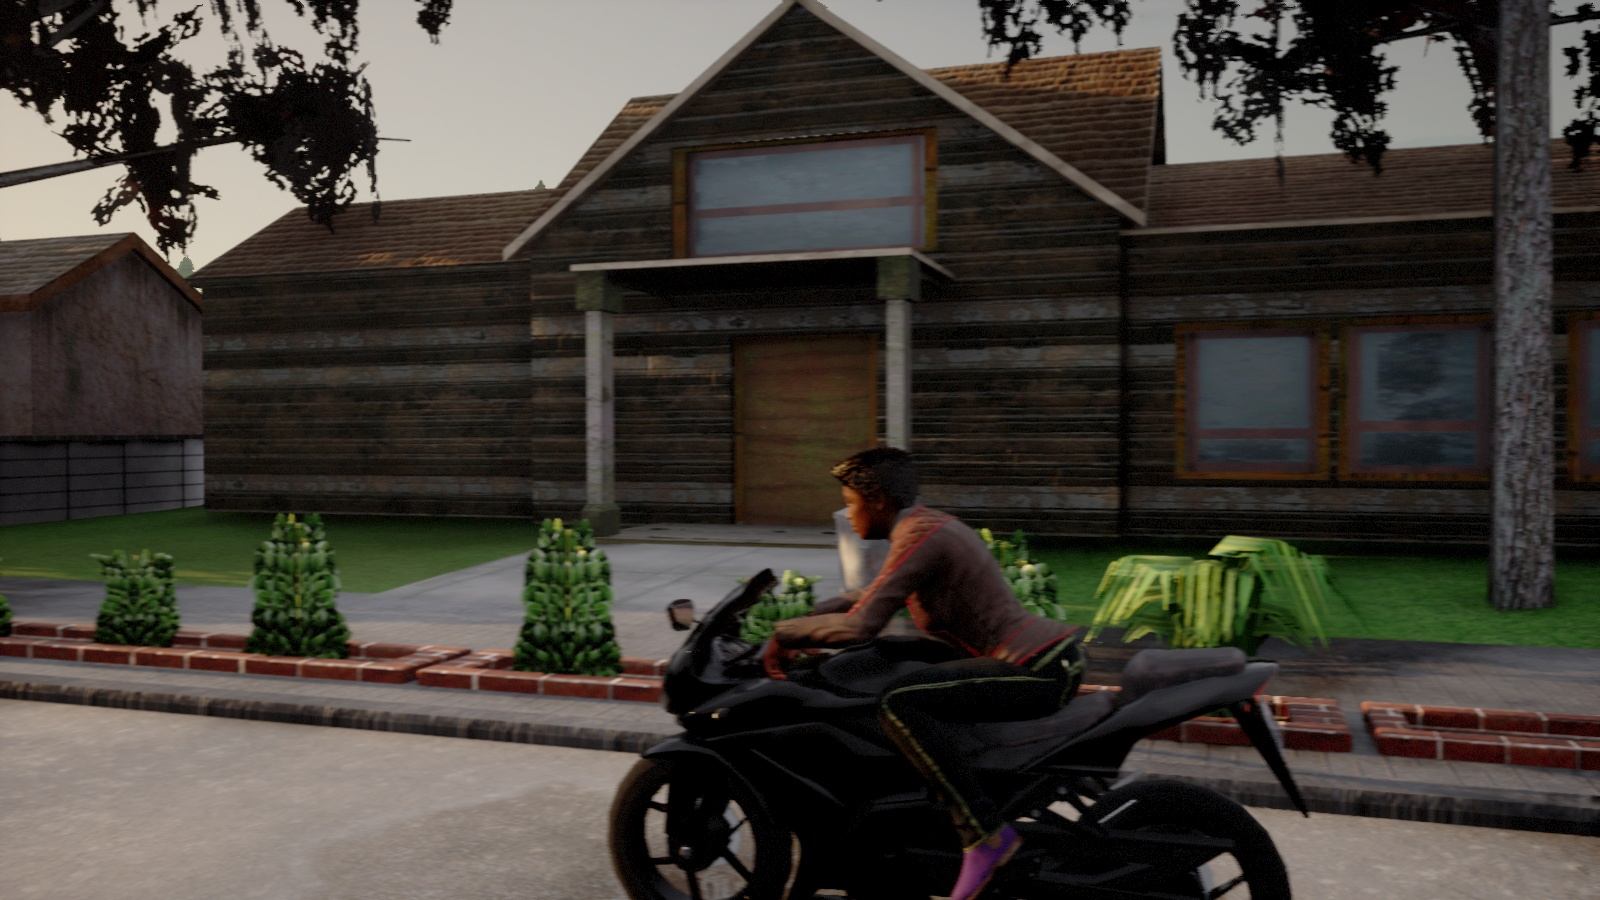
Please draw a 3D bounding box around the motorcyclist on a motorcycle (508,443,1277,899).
[{"bbox_3d":[0.264,0.752,3.632,2.044,1.523,0.797,1,1,19],"label":"motorcyclist on a motorcycle"}]
